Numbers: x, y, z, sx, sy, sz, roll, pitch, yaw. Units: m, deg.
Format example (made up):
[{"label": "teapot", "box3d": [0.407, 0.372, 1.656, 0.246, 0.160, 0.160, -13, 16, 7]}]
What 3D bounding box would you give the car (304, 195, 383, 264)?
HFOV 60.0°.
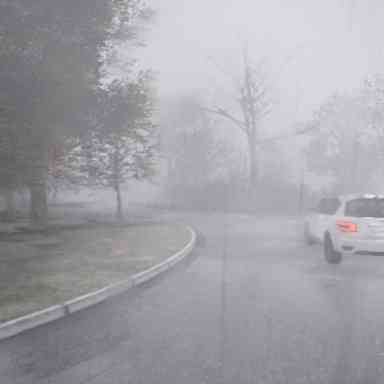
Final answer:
[{"label": "car", "box3d": [5.365, 1.097, 11.332, 2.150, 2.045, 5.566, 0, 0, 9]}]
